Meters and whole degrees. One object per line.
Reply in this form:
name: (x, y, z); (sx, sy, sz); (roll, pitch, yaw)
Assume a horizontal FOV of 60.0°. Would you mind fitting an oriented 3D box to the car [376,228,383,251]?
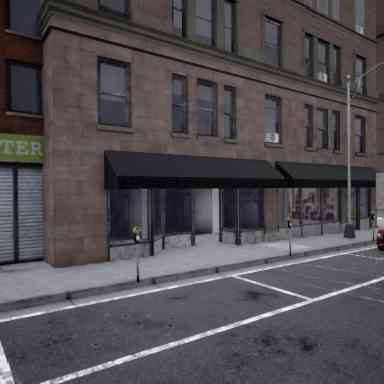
car: (8.866, 1.540, 12.865); (4.507, 1.381, 1.887); (0, -1, -35)
